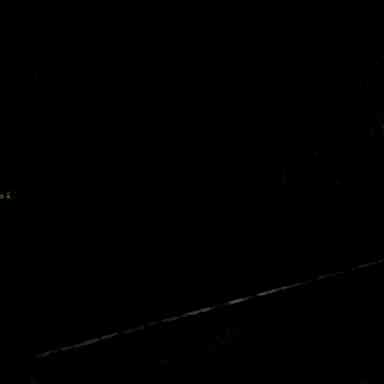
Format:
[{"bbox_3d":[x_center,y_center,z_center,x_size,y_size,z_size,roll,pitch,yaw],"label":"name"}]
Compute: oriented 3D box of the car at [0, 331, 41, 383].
[{"bbox_3d":[-3.188,1.627,1.473,4.718,1.301,1.895,-1,1,-35],"label":"car"}]
